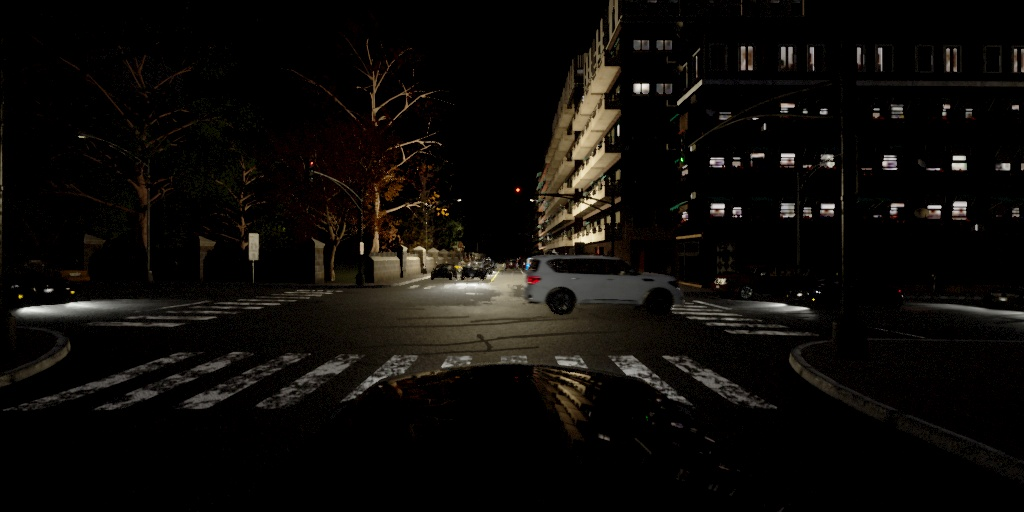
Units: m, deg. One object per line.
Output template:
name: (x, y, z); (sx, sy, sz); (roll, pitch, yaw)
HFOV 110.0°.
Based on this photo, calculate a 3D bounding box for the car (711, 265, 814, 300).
car: (13.369, 1.353, 18.961); (5.009, 1.841, 2.192); (0, 0, -1)

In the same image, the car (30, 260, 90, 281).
car: (-24.822, 0.882, 18.410); (4.829, 1.417, 1.751); (0, 0, -1)

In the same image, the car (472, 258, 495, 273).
car: (-3.286, 1.278, 41.337); (1.837, 1.490, 4.892); (0, 0, 0)

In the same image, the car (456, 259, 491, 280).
car: (-3.234, 1.255, 31.038); (2.128, 1.511, 4.902); (0, 0, 0)

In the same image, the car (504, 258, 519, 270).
car: (-0.146, 1.335, 52.786); (2.033, 1.411, 5.357); (0, 0, 0)

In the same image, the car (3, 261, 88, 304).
car: (-18.453, 1.009, 12.709); (4.181, 1.385, 1.994); (1, 0, -1)

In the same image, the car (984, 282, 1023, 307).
car: (24.948, 1.764, 16.545); (4.674, 1.442, 1.812); (1, 0, -1)

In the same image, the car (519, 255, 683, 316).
car: (3.158, 0.986, 13.022); (5.566, 2.045, 2.150); (0, 0, -1)

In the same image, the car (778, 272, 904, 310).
car: (15.112, 1.623, 16.398); (4.181, 1.385, 1.994); (1, 0, -1)

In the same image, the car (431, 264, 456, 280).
car: (-5.831, 1.330, 31.209); (1.948, 1.339, 4.313); (0, 0, 0)

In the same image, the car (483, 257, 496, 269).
car: (-3.330, 1.278, 51.749); (2.128, 1.511, 4.902); (0, 0, 0)
